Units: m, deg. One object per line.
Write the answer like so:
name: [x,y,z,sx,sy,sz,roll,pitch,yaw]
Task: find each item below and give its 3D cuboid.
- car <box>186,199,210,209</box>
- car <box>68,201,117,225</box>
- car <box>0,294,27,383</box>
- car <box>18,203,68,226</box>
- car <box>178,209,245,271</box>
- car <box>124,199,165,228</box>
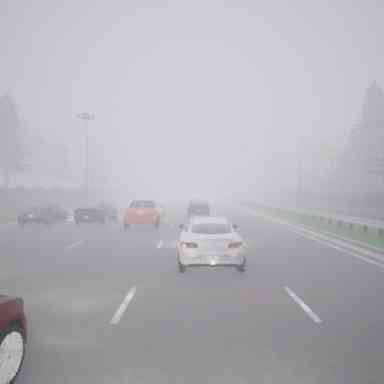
car: [0.543,1.339,29.054,1.882,1.535,5.008,0,0,0]
car: [-6.463,1.366,22.781,1.882,1.535,5.008,0,0,0]
car: [-2.980,1.465,2.157,1.882,1.535,5.008,0,0,0]
car: [-9.963,1.452,22.603,1.994,1.385,4.181,0,0,0]
car: [0.528,1.475,10.549,1.812,1.442,4.674,0,0,0]
car: [-2.963,1.248,21.435,2.097,1.767,4.553,0,0,0]
